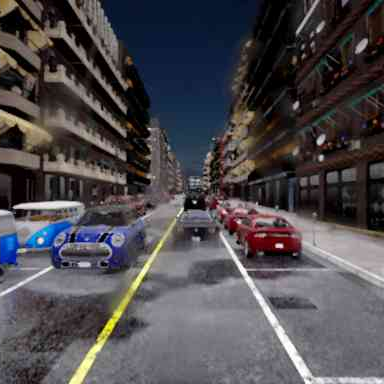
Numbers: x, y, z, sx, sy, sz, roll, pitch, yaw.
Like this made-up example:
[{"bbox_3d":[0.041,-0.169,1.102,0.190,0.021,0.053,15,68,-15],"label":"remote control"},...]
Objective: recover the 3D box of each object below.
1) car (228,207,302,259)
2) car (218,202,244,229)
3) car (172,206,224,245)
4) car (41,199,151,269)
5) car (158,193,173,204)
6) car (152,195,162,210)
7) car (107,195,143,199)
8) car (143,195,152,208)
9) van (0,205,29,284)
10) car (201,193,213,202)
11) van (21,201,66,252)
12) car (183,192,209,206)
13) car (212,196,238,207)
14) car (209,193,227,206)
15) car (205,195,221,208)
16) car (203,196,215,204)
[{"bbox_3d":[2.647,1.482,12.255,1.887,1.381,4.507,1,0,0],"label":"car"},{"bbox_3d":[2.679,1.456,17.785,1.887,1.381,4.507,1,0,0],"label":"car"},{"bbox_3d":[0.180,1.521,15.115,1.895,1.301,4.718,0,0,0],"label":"car"},{"bbox_3d":[-2.791,1.289,10.922,2.097,1.767,4.553,0,0,0],"label":"car"},{"bbox_3d":[-4.975,1.074,56.603,2.192,1.841,5.009,1,0,0],"label":"car"},{"bbox_3d":[-5.076,1.375,40.014,1.947,1.339,4.313,1,0,0],"label":"car"},{"bbox_3d":[-5.164,1.192,23.421,2.192,1.841,5.009,1,0,0],"label":"car"},{"bbox_3d":[-5.132,1.168,28.951,2.192,1.841,5.009,1,0,0],"label":"car"},{"bbox_3d":[-5.259,1.296,6.829,1.690,1.788,3.998,2,0,0],"label":"van"},{"bbox_3d":[2.933,1.060,67.566,2.192,1.841,5.009,1,0,0],"label":"car"},{"bbox_3d":[-5.228,1.269,12.361,1.690,1.788,3.998,2,0,0],"label":"van"},{"bbox_3d":[0.285,1.062,33.260,2.150,2.045,5.566,0,0,0],"label":"car"},{"bbox_3d":[2.720,1.326,23.316,1.967,1.590,4.097,1,0,0],"label":"car"},{"bbox_3d":[2.745,1.154,34.377,2.192,1.841,5.009,1,0,0],"label":"car"},{"bbox_3d":[2.804,1.240,45.441,1.967,1.590,4.097,1,0,0],"label":"car"},{"bbox_3d":[2.864,1.350,56.504,1.802,1.307,4.206,1,0,0],"label":"car"}]
